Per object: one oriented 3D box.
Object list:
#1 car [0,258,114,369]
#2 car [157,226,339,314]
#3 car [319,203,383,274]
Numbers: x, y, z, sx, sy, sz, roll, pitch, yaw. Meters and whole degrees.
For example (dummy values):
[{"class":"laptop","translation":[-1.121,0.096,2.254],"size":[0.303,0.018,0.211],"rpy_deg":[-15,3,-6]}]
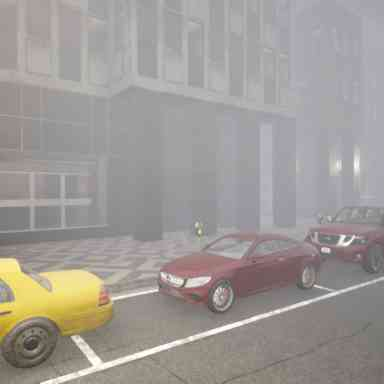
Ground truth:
[{"class":"car","translation":[-3.467,1.525,4.179],"size":[4.829,1.417,1.752],"rpy_deg":[0,0,-35]},{"class":"car","translation":[1.235,1.581,7.528],"size":[4.206,1.307,1.802],"rpy_deg":[0,0,-35]},{"class":"car","translation":[5.798,1.313,10.778],"size":[5.009,1.841,2.192],"rpy_deg":[0,0,-35]}]
